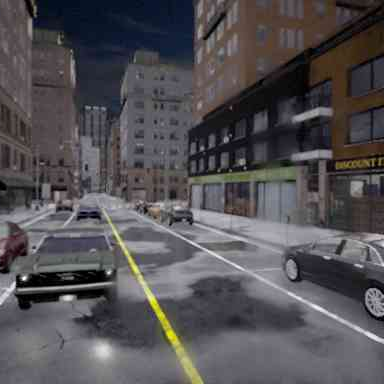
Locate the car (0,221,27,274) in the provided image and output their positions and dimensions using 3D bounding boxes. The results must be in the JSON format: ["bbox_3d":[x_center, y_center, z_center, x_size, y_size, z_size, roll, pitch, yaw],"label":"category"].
[{"bbox_3d":[-6.142,1.572,10.179,1.802,1.307,4.206,-1,0,-16],"label":"car"}]

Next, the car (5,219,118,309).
[{"bbox_3d":[-2.843,1.597,8.104,1.895,1.301,4.718,0,0,-16],"label":"car"}]

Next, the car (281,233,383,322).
[{"bbox_3d":[3.630,1.559,7.247,2.008,1.369,4.403,-1,0,-16],"label":"car"}]

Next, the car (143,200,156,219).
[{"bbox_3d":[-2.758,1.521,28.835,1.752,1.417,4.829,-1,0,-16],"label":"car"}]

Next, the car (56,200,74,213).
[{"bbox_3d":[-14.073,1.514,36.958,1.887,1.381,4.507,-1,0,-16],"label":"car"}]

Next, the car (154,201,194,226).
[{"bbox_3d":[-1.125,1.551,23.316,2.008,1.369,4.403,-1,0,-16],"label":"car"}]

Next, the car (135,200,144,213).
[{"bbox_3d":[-4.294,1.557,34.029,1.947,1.339,4.313,-1,0,-16],"label":"car"}]

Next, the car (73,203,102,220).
[{"bbox_3d":[-8.201,1.585,26.545,1.895,1.301,4.718,0,0,-17],"label":"car"}]
